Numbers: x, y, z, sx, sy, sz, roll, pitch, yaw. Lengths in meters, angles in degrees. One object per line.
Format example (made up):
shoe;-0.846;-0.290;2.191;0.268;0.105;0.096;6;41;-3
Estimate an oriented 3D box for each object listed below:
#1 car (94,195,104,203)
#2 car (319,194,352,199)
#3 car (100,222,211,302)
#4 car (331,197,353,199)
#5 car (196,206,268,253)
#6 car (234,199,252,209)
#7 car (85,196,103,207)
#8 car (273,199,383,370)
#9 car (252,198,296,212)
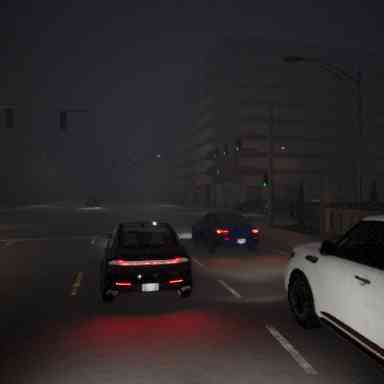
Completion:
car;-19.301;1.478;69.062;1.882;1.535;5.008;0;0;-14
car;16.768;1.278;40.083;5.566;2.045;2.150;0;0;-14
car;-1.212;1.492;8.335;2.128;1.511;4.902;0;0;-11
car;18.159;1.581;36.813;4.674;1.442;1.812;0;0;-14
car;1.242;1.526;13.757;1.812;1.442;4.674;0;0;-12
car;7.065;1.560;37.692;4.892;1.490;1.837;0;0;-14
car;-14.661;1.564;49.459;1.994;1.385;4.181;0;0;-13
car;3.030;1.222;3.883;2.150;2.045;5.566;0;0;-7
car;9.099;1.407;34.591;4.553;1.767;2.097;0;0;-14
